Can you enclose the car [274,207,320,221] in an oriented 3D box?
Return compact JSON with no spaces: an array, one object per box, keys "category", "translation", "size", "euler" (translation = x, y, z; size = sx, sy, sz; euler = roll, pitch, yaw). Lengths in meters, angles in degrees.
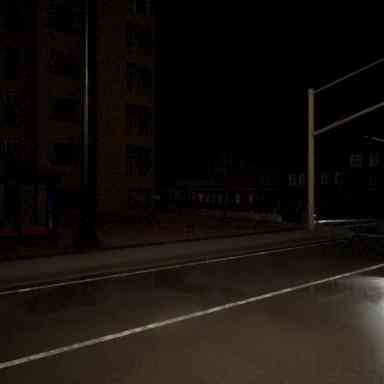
[{"category":"car","translation":[9.656,2.053,30.988],"size":[1.994,1.385,4.181],"euler":[0,-4,-36]}]
